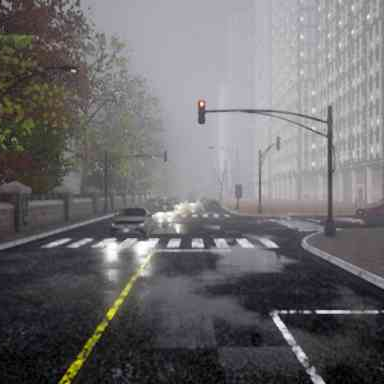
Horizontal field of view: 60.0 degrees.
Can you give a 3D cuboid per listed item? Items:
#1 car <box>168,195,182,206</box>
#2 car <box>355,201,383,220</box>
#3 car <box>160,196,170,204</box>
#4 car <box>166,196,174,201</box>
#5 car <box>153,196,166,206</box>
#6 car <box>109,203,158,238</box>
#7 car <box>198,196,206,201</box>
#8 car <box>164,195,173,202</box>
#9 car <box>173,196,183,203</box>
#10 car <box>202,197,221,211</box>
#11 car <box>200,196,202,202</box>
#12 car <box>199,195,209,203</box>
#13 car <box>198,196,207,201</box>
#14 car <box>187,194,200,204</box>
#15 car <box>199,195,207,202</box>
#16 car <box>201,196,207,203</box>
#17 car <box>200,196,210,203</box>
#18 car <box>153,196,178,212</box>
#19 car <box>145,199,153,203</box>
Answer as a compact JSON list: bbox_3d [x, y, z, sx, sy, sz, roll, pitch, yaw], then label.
[{"bbox_3d":[-3.078,1.547,55.517,1.882,1.535,5.008,0,0,0],"label":"car"},{"bbox_3d":[14.604,1.320,24.953,4.181,1.385,1.994,-1,0,0],"label":"car"},{"bbox_3d":[-5.693,1.622,69.735,1.752,1.417,4.829,0,0,0],"label":"car"},{"bbox_3d":[-5.695,1.681,86.801,1.887,1.381,4.507,0,0,0],"label":"car"},{"bbox_3d":[-5.692,1.515,58.640,1.967,1.590,4.097,0,0,0],"label":"car"},{"bbox_3d":[-3.093,1.542,17.911,1.812,1.442,4.674,0,0,0],"label":"car"},{"bbox_3d":[2.685,1.701,92.433,2.008,1.369,4.403,0,0,0],"label":"car"},{"bbox_3d":[-5.694,1.563,81.168,1.967,1.590,4.097,0,0,0],"label":"car"},{"bbox_3d":[-3.005,1.569,70.978,1.837,1.490,4.892,0,0,0],"label":"car"},{"bbox_3d":[2.688,1.613,41.742,1.947,1.339,4.313,0,0,0],"label":"car"},{"bbox_3d":[2.688,1.631,53.008,1.947,1.339,4.313,0,0,0],"label":"car"},{"bbox_3d":[2.687,1.550,75.537,1.967,1.590,4.097,0,0,0],"label":"car"},{"bbox_3d":[2.685,1.687,86.801,2.008,1.369,4.403,0,0,0],"label":"car"},{"bbox_3d":[-0.005,1.642,68.612,2.033,1.411,5.357,0,0,0],"label":"car"},{"bbox_3d":[2.687,1.563,81.169,1.967,1.590,4.097,0,0,0],"label":"car"},{"bbox_3d":[2.688,1.622,47.375,1.947,1.339,4.313,0,0,0],"label":"car"},{"bbox_3d":[2.687,1.642,69.906,1.887,1.381,4.507,0,0,0],"label":"car"},{"bbox_3d":[-3.120,1.535,40.097,2.128,1.511,4.902,0,0,-1],"label":"car"},{"bbox_3d":[-5.692,1.638,47.374,1.802,1.307,4.206,0,0,0],"label":"car"}]
